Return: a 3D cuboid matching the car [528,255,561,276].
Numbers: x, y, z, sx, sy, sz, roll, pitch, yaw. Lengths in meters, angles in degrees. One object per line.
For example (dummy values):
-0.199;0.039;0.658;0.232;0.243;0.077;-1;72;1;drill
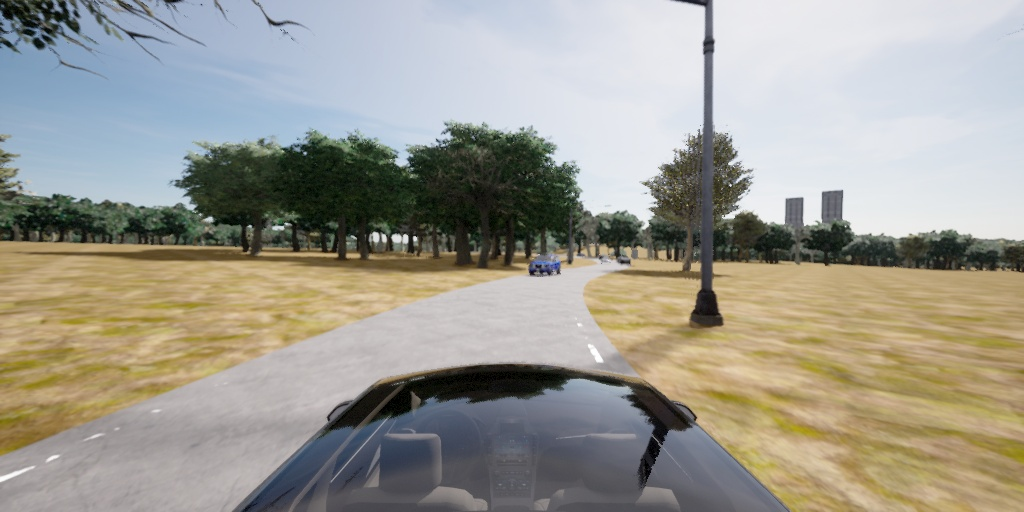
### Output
3.383;0.901;35.950;2.150;2.045;5.566;1;0;21;car
